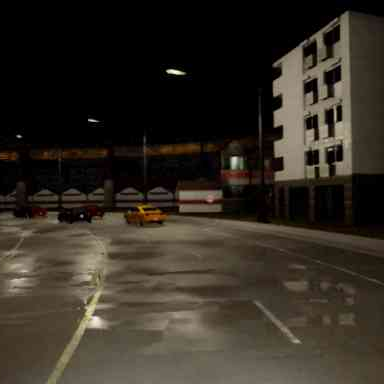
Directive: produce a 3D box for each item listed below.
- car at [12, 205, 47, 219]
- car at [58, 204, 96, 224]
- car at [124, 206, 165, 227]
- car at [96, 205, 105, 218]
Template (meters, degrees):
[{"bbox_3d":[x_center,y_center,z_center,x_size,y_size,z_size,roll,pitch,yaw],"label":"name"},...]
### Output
[{"bbox_3d":[-18.509,2.238,37.835,5.008,1.535,1.882,-1,-1,36],"label":"car"},{"bbox_3d":[-10.829,2.112,30.530,1.994,1.385,4.181,0,-1,-38],"label":"car"},{"bbox_3d":[-3.921,1.867,26.764,1.882,1.535,5.008,0,-1,-30],"label":"car"},{"bbox_3d":[-11.489,2.107,36.447,5.008,1.535,1.882,-1,-1,45],"label":"car"}]
